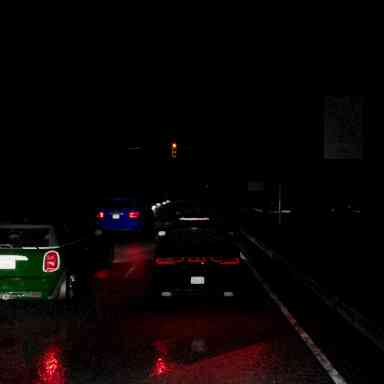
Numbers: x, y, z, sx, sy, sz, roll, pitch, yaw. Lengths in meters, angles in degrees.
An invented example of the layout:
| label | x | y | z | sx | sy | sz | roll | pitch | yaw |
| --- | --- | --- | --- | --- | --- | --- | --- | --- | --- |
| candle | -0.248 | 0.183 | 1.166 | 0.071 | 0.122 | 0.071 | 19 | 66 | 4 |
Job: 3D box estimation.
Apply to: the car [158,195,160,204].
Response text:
| label | x | y | z | sx | sy | sz | roll | pitch | yaw |
| --- | --- | --- | --- | --- | --- | --- | --- | --- | --- |
| car | -7.029 | 1.505 | 55.758 | 1.837 | 1.490 | 4.892 | 0 | 0 | 0 |

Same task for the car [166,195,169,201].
| label | x | y | z | sx | sy | sz | roll | pitch | yaw |
| --- | --- | --- | --- | --- | --- | --- | --- | --- | --- |
| car | -6.923 | 1.478 | 75.347 | 1.882 | 1.535 | 5.008 | 0 | 0 | 0 |

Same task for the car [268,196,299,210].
| label | x | y | z | sx | sy | sz | roll | pitch | yaw |
| --- | --- | --- | --- | --- | --- | --- | --- | --- | --- |
| car | 11.989 | 1.352 | 41.936 | 4.553 | 1.767 | 2.097 | 0 | 0 | 3 |

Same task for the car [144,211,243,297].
| label | x | y | z | sx | sy | sz | roll | pitch | yaw |
| --- | --- | --- | --- | --- | --- | --- | --- | --- | --- |
| car | 0.109 | 1.478 | 8.609 | 1.882 | 1.535 | 5.008 | 0 | 0 | 0 |

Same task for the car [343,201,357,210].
| label | x | y | z | sx | sy | sz | roll | pitch | yaw |
| --- | --- | --- | --- | --- | --- | --- | --- | --- | --- |
| car | 20.570 | 1.562 | 41.446 | 4.181 | 1.385 | 1.994 | 0 | 0 | 3 |

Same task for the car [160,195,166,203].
| label | x | y | z | sx | sy | sz | roll | pitch | yaw |
| --- | --- | --- | --- | --- | --- | --- | --- | --- | --- |
| car | -6.964 | 1.547 | 65.538 | 2.033 | 1.411 | 5.357 | 0 | 0 | 1 |

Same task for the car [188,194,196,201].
| label | x | y | z | sx | sy | sz | roll | pitch | yaw |
| --- | --- | --- | --- | --- | --- | --- | --- | --- | --- |
| car | 0.088 | 1.348 | 85.927 | 2.097 | 1.767 | 4.553 | 0 | 0 | 0 |

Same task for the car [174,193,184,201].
| label | x | y | z | sx | sy | sz | roll | pitch | yaw |
| --- | --- | --- | --- | --- | --- | --- | --- | --- | --- |
| car | -3.412 | 1.218 | 85.608 | 2.150 | 2.045 | 5.566 | 0 | 0 | 0 |

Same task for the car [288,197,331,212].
| label | x | y | z | sx | sy | sz | roll | pitch | yaw |
| --- | --- | --- | --- | --- | --- | --- | --- | --- | --- |
| car | 13.746 | 1.564 | 38.328 | 4.181 | 1.385 | 1.994 | 0 | 0 | 3 |

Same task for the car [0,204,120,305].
| label | x | y | z | sx | sy | sz | roll | pitch | yaw |
| --- | --- | --- | --- | --- | --- | --- | --- | --- | --- |
| car | -3.392 | 1.352 | 8.234 | 2.097 | 1.767 | 4.553 | 0 | 0 | 0 |

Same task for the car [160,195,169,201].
| label | x | y | z | sx | sy | sz | roll | pitch | yaw |
| --- | --- | --- | --- | --- | --- | --- | --- | --- | --- |
| car | -6.913 | 1.459 | 85.372 | 1.882 | 1.535 | 5.008 | 0 | 0 | 0 |

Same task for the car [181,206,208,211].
| label | x | y | z | sx | sy | sz | roll | pitch | yaw |
| --- | --- | --- | --- | --- | --- | --- | --- | --- | --- |
| car | 0.119 | 1.491 | 18.108 | 2.128 | 1.511 | 4.902 | 0 | 0 | 0 |

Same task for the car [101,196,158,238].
| label | x | y | z | sx | sy | sz | roll | pitch | yaw |
| --- | --- | --- | --- | --- | --- | --- | --- | --- | --- |
| car | -3.402 | 1.221 | 17.852 | 2.150 | 2.045 | 5.566 | 0 | 0 | 1 |
